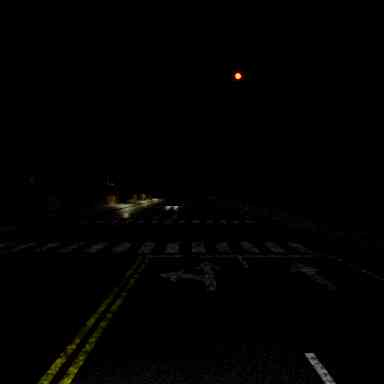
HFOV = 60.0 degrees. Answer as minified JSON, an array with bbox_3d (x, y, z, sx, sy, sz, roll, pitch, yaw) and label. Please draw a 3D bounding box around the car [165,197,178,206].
[{"bbox_3d":[-3.187,1.539,53.603,2.033,1.411,5.357,0,0,0],"label":"car"}]
